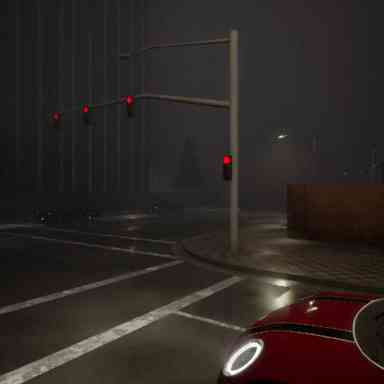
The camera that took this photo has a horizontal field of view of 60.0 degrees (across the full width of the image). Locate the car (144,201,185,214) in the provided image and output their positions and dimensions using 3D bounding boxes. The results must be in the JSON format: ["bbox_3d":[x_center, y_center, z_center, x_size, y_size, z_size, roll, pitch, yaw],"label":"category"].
[{"bbox_3d":[-2.823,1.601,34.738,1.895,1.301,4.718,0,0,35],"label":"car"}]

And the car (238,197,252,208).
[{"bbox_3d":[7.156,1.493,48.675,2.128,1.511,4.902,0,0,36],"label":"car"}]

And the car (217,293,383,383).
[{"bbox_3d":[2.394,1.352,2.250,4.553,1.767,2.097,0,0,36],"label":"car"}]

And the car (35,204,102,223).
[{"bbox_3d":[-9.376,1.601,25.493,1.895,1.301,4.718,0,0,35],"label":"car"}]
